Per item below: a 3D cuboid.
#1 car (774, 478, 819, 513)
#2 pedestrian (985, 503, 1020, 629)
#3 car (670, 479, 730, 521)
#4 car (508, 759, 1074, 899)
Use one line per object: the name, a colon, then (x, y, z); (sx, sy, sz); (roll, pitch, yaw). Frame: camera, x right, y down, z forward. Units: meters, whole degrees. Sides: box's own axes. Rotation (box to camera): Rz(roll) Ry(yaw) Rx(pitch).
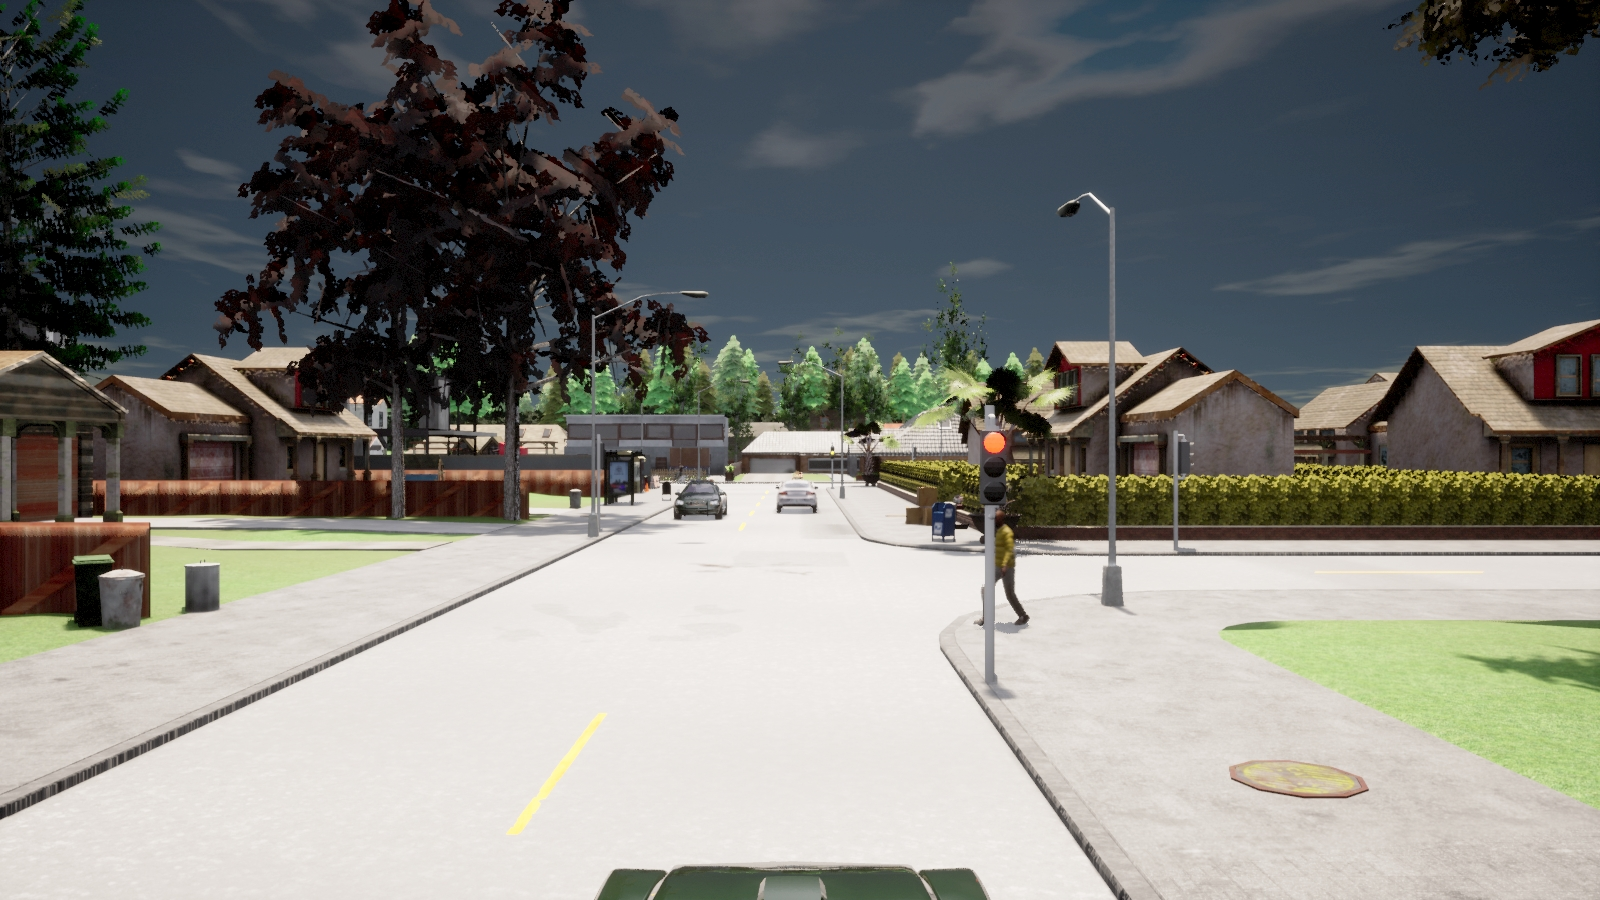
car: (-0.142, 2.082, 52.931); (2.002, 1.442, 4.674); (0, 0, 0)
pedestrian: (3.068, 1.743, 17.321); (0.375, 1.860, 0.375); (0, 0, -21)
car: (-4.107, 2.038, 47.608); (2.038, 1.542, 4.974); (0, 0, 0)
car: (-0.028, 2.155, 3.193); (1.895, 1.301, 4.718); (0, 0, 0)
